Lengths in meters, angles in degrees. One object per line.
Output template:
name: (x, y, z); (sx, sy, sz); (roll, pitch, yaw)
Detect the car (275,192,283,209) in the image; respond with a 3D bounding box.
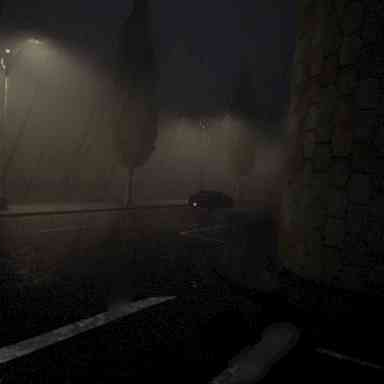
car: (9.540, 0.761, 31.210); (2.097, 1.767, 4.553); (6, 3, 35)

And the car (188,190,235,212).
car: (1.632, 0.633, 26.106); (1.837, 1.490, 4.892); (6, 3, 35)
